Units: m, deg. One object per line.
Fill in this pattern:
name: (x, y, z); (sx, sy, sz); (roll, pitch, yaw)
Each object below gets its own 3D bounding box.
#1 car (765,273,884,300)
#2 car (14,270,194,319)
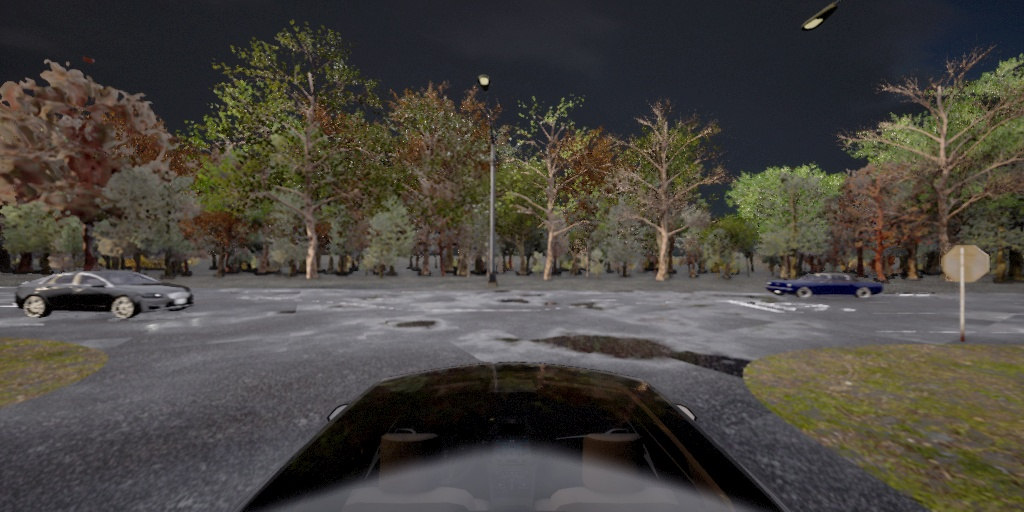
car: (16.022, 1.549, 18.603); (4.718, 1.301, 1.895); (0, 0, 1)
car: (-13.586, 1.239, 12.120); (4.902, 1.511, 2.128); (0, 0, 2)
